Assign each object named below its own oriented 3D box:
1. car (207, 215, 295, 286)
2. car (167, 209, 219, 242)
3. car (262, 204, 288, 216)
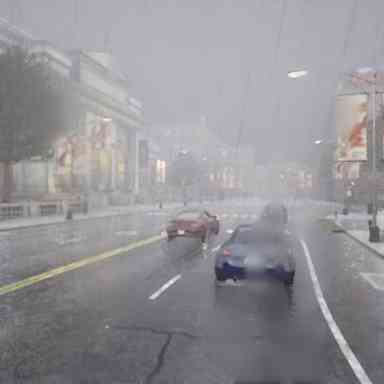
[{"bbox_3d":[1.909,1.607,9.712,1.994,1.385,4.181,0,0,14],"label":"car"},{"bbox_3d":[0.156,1.587,16.651,1.812,1.442,4.674,0,0,16],"label":"car"},{"bbox_3d":[6.550,1.665,26.238,2.033,1.411,5.357,0,0,16],"label":"car"}]
